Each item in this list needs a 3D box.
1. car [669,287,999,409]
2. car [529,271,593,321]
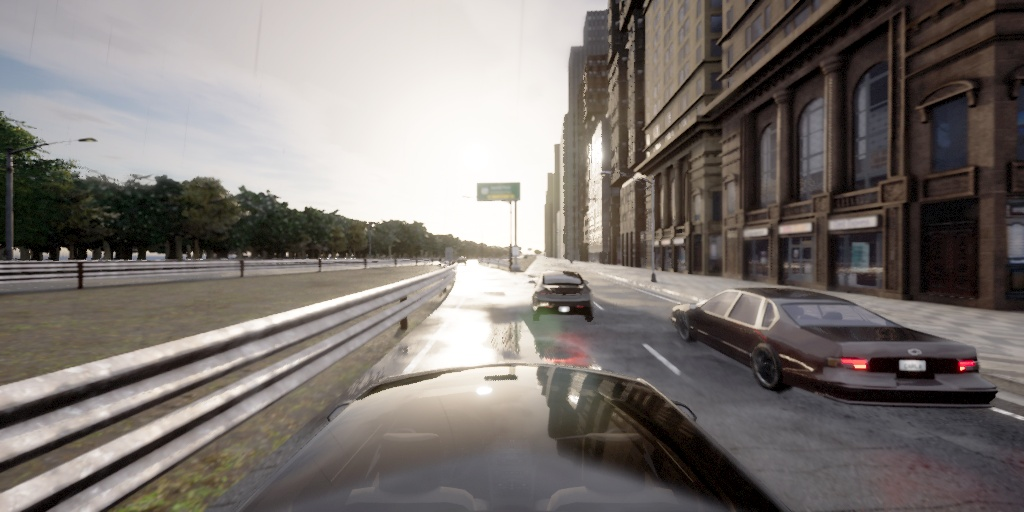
[{"bbox_3d":[4.727,1.288,6.577,2.033,1.411,5.357,0,0,4],"label":"car"},{"bbox_3d":[1.652,1.256,12.539,1.837,1.490,4.892,0,0,4],"label":"car"}]
